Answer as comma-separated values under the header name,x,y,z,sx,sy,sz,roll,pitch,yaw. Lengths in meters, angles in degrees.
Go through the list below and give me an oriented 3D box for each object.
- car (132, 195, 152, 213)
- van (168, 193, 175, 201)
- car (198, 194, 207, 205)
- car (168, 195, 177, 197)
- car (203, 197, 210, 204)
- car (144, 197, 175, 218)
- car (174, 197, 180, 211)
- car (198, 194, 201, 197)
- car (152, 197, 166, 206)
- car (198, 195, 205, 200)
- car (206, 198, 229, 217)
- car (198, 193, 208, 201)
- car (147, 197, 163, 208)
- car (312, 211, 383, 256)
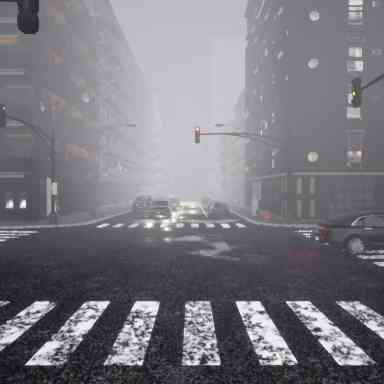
name,x,y,z,sx,sy,sz,roll,pitch,yaw
car,-5.322,1.304,37.064,2.192,1.841,5.009,-1,0,0
van,-5.311,1.304,86.899,1.690,1.788,3.998,-1,0,0
car,2.566,1.524,59.160,1.887,1.381,4.507,-1,0,0
car,-2.764,1.530,50.948,2.033,1.411,5.357,0,0,1
car,2.562,1.539,37.003,2.008,1.369,4.403,-1,0,0
car,-2.836,1.496,30.197,1.837,1.490,4.892,0,0,0
car,-2.831,1.588,40.297,1.895,1.301,4.718,0,0,0
car,2.570,1.552,75.778,1.802,1.307,4.206,-1,0,0
car,-5.315,1.564,53.676,1.802,1.307,4.206,-1,0,0
car,2.573,1.541,92.395,1.802,1.307,4.206,-1,0,0
car,2.561,1.573,31.464,1.802,1.307,4.206,-1,0,0
car,2.567,1.282,81.317,2.192,1.841,5.009,-1,0,0
car,-5.317,1.509,47.968,1.752,1.417,4.829,-1,0,0
car,7.118,1.503,12.555,4.892,1.490,1.837,0,1,0
